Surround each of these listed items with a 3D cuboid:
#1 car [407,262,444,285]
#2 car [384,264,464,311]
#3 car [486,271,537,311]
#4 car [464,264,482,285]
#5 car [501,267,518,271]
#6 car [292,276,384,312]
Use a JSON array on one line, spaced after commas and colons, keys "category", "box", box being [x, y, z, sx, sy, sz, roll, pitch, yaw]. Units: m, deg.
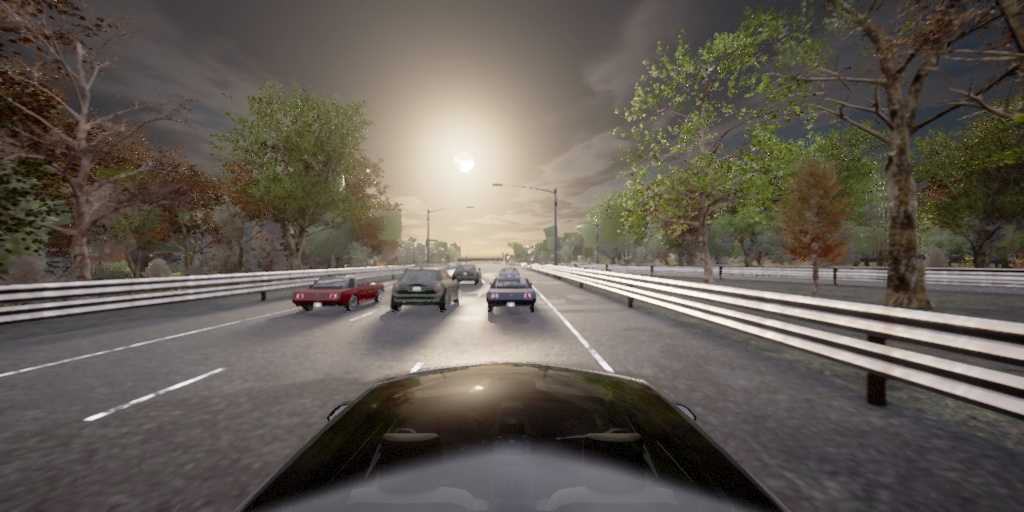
[{"category": "car", "box": [-7.234, 1.440, 30.393, 2.097, 1.767, 4.553, 0, -1, -1]}, {"category": "car", "box": [-3.532, 1.259, 15.397, 2.097, 1.767, 4.553, 0, -1, 0]}, {"category": "car", "box": [-0.032, 1.508, 15.259, 1.895, 1.301, 4.718, 0, -1, 0]}, {"category": "car", "box": [-3.735, 1.440, 30.449, 2.097, 1.767, 4.553, 0, -1, -1]}, {"category": "car", "box": [-0.226, 1.626, 29.607, 2.033, 1.411, 5.357, 0, -1, -1]}, {"category": "car", "box": [-7.032, 1.507, 15.200, 1.895, 1.301, 4.718, 0, -1, 0]}]
